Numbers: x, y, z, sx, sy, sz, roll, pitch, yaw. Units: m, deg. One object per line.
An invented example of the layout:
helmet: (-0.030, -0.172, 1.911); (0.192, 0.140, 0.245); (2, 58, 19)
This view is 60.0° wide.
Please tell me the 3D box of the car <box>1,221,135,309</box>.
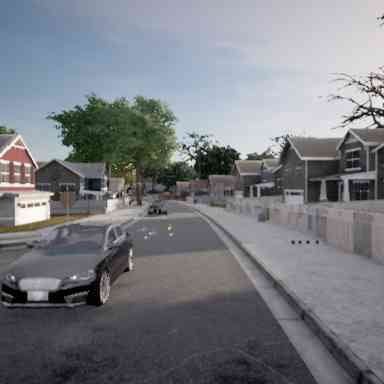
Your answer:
car: (-2.636, 1.520, 8.148); (2.128, 1.511, 4.902); (0, 0, 0)

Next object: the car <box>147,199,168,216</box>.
car: (-3.422, 1.711, 33.827); (1.994, 1.385, 4.181); (0, 0, -4)
